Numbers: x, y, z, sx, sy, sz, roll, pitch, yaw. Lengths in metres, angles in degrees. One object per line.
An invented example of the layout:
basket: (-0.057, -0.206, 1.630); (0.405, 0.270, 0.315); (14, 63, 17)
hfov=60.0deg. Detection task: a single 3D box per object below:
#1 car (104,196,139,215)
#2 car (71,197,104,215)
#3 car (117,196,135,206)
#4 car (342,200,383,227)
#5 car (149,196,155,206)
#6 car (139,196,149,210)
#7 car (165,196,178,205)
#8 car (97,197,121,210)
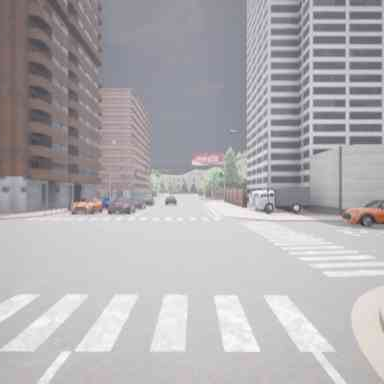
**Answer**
car: (-7.099, 1.317, 33.838); (2.097, 1.767, 4.553); (0, 0, 0)
car: (-10.623, 1.317, 33.843); (2.097, 1.767, 4.553); (0, 0, 0)
car: (-10.613, 1.422, 53.532); (1.882, 1.535, 5.008); (0, 0, 0)
car: (12.073, 1.275, 21.267); (4.553, 1.767, 2.097); (0, 0, 0)
car: (-7.119, 1.423, 53.019); (1.882, 1.535, 5.008); (0, 0, 0)
car: (-7.133, 1.460, 42.972); (1.837, 1.490, 4.892); (0, 0, 0)
car: (-3.460, 1.448, 55.507); (1.837, 1.490, 4.892); (0, 0, 0)
car: (-10.631, 1.433, 43.068); (1.882, 1.535, 5.008); (0, 0, 0)
